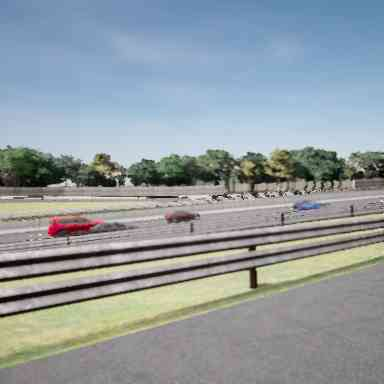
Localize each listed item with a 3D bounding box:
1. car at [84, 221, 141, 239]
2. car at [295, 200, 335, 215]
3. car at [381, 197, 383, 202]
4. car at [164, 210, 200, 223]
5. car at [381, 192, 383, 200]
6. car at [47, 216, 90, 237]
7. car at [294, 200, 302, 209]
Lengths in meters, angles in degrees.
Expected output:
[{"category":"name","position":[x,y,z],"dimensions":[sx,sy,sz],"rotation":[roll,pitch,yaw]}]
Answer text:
[{"category":"car","position":[-7.193,3.557,31.302],"dimensions":[4.892,1.490,1.837],"rotation":[-4,2,-26]},{"category":"car","position":[16.134,2.097,42.640],"dimensions":[5.008,1.535,1.882],"rotation":[-4,2,-26]},{"category":"car","position":[30.516,1.331,49.631],"dimensions":[4.718,1.301,1.895],"rotation":[-3,2,-26]},{"category":"car","position":[-1.291,3.016,41.954],"dimensions":[4.674,1.442,1.812],"rotation":[-4,2,-26]},{"category":"car","position":[37.305,0.651,60.713],"dimensions":[5.357,1.411,2.033],"rotation":[-3,2,-26]},{"category":"car","position":[-11.404,3.405,33.146],"dimensions":[5.566,2.045,2.150],"rotation":[-4,2,-26]},{"category":"car","position":[17.319,2.038,47.108],"dimensions":[4.718,1.301,1.895],"rotation":[-4,2,-26]}]
